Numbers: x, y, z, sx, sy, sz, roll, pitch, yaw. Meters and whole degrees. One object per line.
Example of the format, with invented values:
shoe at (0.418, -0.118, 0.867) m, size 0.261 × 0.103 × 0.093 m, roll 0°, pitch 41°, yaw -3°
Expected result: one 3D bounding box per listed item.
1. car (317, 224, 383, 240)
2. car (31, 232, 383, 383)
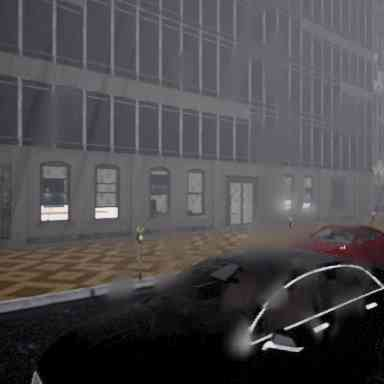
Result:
car at (4.475, 1.625, 9.768) m, size 4.206 × 1.307 × 1.802 m, roll 0°, pitch 0°, yaw -36°
car at (0.784, 1.518, 3.942) m, size 4.892 × 1.490 × 1.837 m, roll 0°, pitch 0°, yaw -36°
